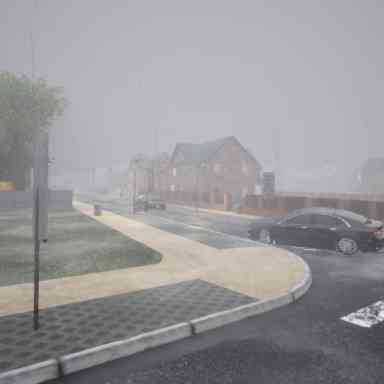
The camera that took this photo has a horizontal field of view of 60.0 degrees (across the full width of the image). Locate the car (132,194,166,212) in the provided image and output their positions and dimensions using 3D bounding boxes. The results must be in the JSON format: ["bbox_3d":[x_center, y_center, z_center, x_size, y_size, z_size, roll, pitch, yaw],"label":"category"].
[{"bbox_3d":[-3.878,0.938,29.586,2.128,1.511,4.902,1,1,-26],"label":"car"}]

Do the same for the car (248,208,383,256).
[{"bbox_3d":[4.542,1.384,12.695,4.892,1.490,1.837,2,7,32],"label":"car"}]
